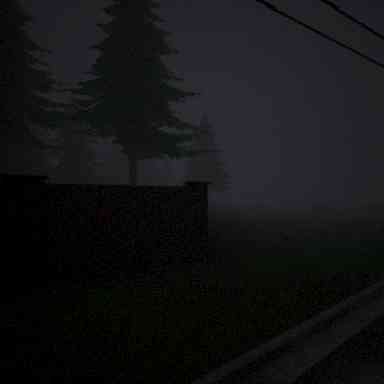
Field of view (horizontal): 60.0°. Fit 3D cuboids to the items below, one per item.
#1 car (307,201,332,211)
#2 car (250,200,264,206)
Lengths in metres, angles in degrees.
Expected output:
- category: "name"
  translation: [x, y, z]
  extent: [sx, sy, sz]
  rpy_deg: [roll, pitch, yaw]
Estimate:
- category: "car"
  translation: [19.723, 2.182, 51.422]
  extent: [1.812, 1.442, 4.674]
  rpy_deg: [1, -1, -11]
- category: "car"
  translation: [14.873, 2.430, 76.359]
  extent: [1.994, 1.385, 4.181]
  rpy_deg: [0, -1, -10]
